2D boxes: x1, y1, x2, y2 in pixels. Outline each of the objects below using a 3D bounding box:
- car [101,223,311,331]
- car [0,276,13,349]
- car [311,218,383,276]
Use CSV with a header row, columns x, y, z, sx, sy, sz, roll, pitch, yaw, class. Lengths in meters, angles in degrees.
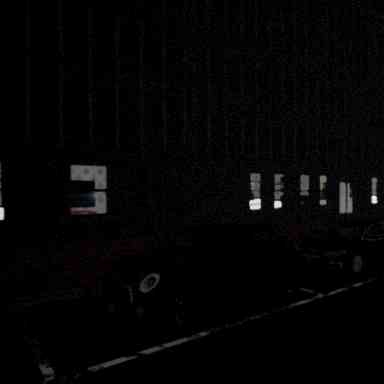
x,y,z,sx,sy,sz,roll,pitch,yaw,class
0.271,1.417,6.754,4.097,1.590,1.967,0,0,-36,car
-4.363,1.560,3.448,4.403,1.369,2.008,0,0,-36,car
4.905,1.494,10.060,4.403,1.369,2.008,0,0,-36,car
